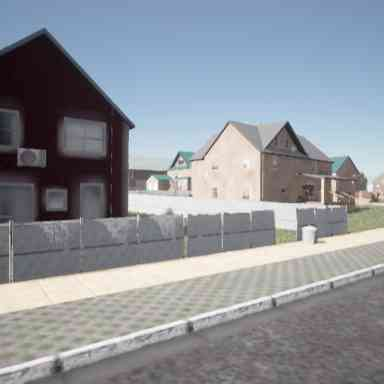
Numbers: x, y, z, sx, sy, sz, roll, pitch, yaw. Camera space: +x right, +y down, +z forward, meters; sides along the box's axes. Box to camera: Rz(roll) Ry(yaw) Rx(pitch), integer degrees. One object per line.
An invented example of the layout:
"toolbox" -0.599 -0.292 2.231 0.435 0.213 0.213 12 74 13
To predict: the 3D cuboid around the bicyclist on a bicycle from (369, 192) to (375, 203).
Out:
"bicyclist on a bicycle" 26.714 0.835 49.282 1.656 1.620 0.582 1 1 -32
